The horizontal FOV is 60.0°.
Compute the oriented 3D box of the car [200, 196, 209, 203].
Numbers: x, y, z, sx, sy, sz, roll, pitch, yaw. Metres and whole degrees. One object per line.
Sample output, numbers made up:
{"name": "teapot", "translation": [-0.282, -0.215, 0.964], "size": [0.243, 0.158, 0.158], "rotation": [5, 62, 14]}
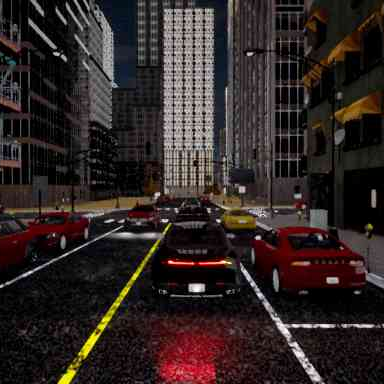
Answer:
{"name": "car", "translation": [2.558, 1.512, 68.851], "size": [1.752, 1.417, 4.829], "rotation": [-1, 0, 0]}

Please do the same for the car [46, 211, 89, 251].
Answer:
{"name": "car", "translation": [-5.724, 1.541, 14.071], "size": [1.887, 1.381, 4.507], "rotation": [-1, 0, 0]}

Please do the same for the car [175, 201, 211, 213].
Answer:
{"name": "car", "translation": [0.063, 1.472, 18.751], "size": [1.882, 1.535, 5.008], "rotation": [0, 0, 0]}

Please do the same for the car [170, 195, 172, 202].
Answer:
{"name": "car", "translation": [-5.824, 1.302, 68.668], "size": [2.192, 1.841, 5.009], "rotation": [-1, 0, 0]}

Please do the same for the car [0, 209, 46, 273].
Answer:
{"name": "car", "translation": [-5.715, 1.437, 8.547], "size": [1.967, 1.590, 4.097], "rotation": [-1, 0, 0]}

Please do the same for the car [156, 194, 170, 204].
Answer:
{"name": "car", "translation": [-5.812, 1.532, 63.108], "size": [1.887, 1.381, 4.507], "rotation": [-1, 0, 0]}

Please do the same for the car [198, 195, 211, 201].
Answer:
{"name": "car", "translation": [2.567, 1.427, 63.121], "size": [1.967, 1.590, 4.097], "rotation": [-1, 0, 0]}

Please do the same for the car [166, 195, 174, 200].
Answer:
{"name": "car", "translation": [-5.862, 1.530, 90.905], "size": [1.887, 1.381, 4.507], "rotation": [-1, 0, 0]}

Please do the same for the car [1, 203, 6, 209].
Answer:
{"name": "car", "translation": [-23.916, 1.739, 38.349], "size": [4.097, 1.590, 1.967], "rotation": [-1, 1, -1]}

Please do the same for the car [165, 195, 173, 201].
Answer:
{"name": "car", "translation": [-5.852, 1.511, 85.176], "size": [1.752, 1.417, 4.829], "rotation": [-1, 0, 0]}

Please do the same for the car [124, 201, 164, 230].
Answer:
{"name": "car", "translation": [-3.039, 1.527, 21.243], "size": [1.812, 1.442, 4.674], "rotation": [0, 0, 0]}

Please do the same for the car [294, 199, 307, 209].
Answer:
{"name": "car", "translation": [14.182, 1.249, 38.741], "size": [4.507, 1.381, 1.887], "rotation": [-1, 1, -1]}

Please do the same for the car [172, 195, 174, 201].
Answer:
{"name": "car", "translation": [-5.834, 1.301, 74.227], "size": [2.192, 1.841, 5.009], "rotation": [-1, 0, 0]}

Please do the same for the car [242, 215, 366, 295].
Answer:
{"name": "car", "translation": [2.667, 1.542, 8.549], "size": [1.887, 1.381, 4.507], "rotation": [-1, 0, 0]}

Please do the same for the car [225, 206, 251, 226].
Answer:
{"name": "car", "translation": [2.646, 1.520, 19.765], "size": [1.752, 1.417, 4.829], "rotation": [-1, 0, 0]}

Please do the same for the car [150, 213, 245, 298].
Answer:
{"name": "car", "translation": [0.083, 1.502, 8.479], "size": [1.837, 1.490, 4.892], "rotation": [0, 0, 0]}
